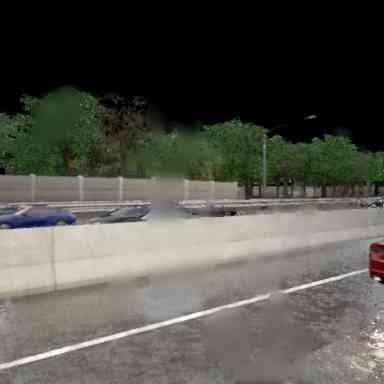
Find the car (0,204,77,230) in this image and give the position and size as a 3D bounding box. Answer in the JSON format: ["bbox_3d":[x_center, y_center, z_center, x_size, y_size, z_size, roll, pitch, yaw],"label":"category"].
[{"bbox_3d":[-9.042,1.526,19.009,4.674,1.442,1.812,0,0,-35],"label":"car"}]

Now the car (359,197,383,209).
[{"bbox_3d":[26.132,1.575,48.046,4.892,1.490,1.837,0,0,-34],"label":"car"}]

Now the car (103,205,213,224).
[{"bbox_3d":[-1.520,1.528,15.791,4.674,1.442,1.812,0,0,-35],"label":"car"}]

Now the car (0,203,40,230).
[{"bbox_3d":[-12.126,1.491,20.242,4.902,1.511,2.128,0,0,-39],"label":"car"}]

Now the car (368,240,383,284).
[{"bbox_3d":[6.367,1.482,8.268,5.008,1.535,1.882,0,0,-35],"label":"car"}]

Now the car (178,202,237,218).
[{"bbox_3d":[1.213,1.611,26.306,4.718,1.301,1.895,0,0,-35],"label":"car"}]

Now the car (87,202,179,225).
[{"bbox_3d":[-3.404,1.507,18.745,4.892,1.490,1.837,0,0,-35],"label":"car"}]
